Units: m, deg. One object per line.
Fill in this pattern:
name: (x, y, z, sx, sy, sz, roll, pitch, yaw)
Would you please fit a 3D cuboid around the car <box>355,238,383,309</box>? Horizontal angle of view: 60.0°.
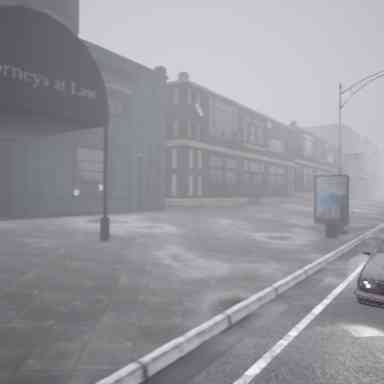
car: (5.176, 1.545, 7.531, 2.033, 1.411, 5.357, 0, 0, 37)
